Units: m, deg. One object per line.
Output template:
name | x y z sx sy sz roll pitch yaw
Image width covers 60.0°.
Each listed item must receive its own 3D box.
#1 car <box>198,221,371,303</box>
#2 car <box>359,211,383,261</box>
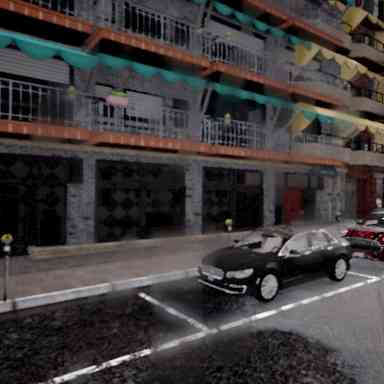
car | 2.168 1.522 8.092 4.403 1.369 2.008 0 1 -35
car | 6.770 1.386 11.371 4.097 1.590 1.967 0 1 -35
